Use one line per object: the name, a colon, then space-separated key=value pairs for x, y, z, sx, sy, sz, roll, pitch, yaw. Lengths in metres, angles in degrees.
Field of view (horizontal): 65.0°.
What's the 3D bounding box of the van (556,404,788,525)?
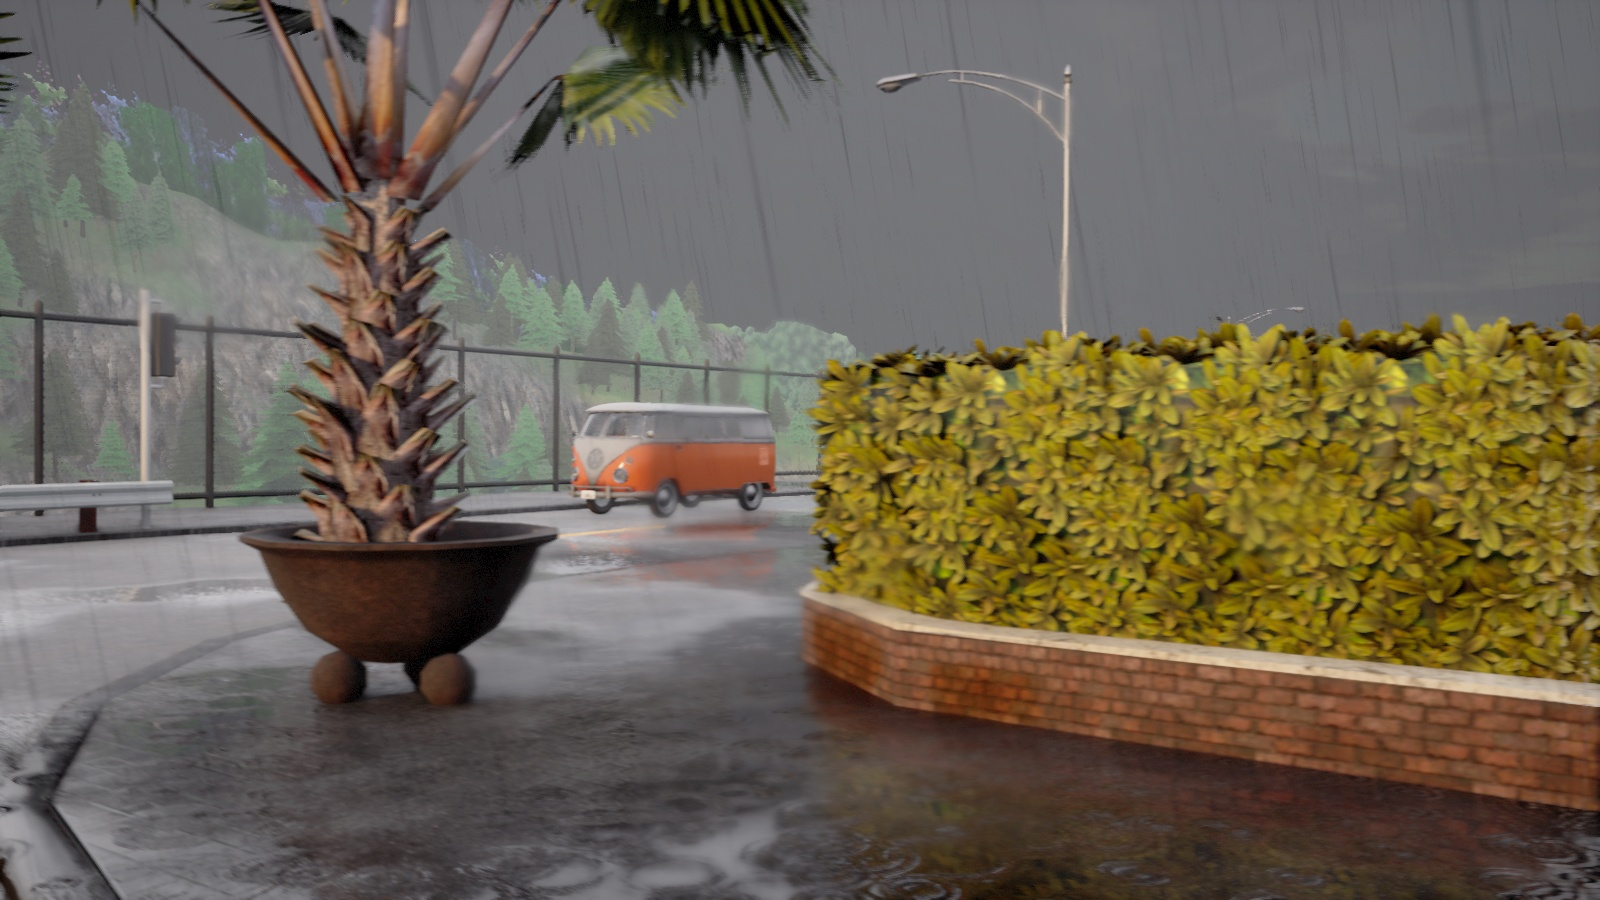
van: x=-2.213 y=0.196 z=22.941 sx=1.775 sy=1.987 sz=4.442 roll=0 pitch=1 yaw=34
